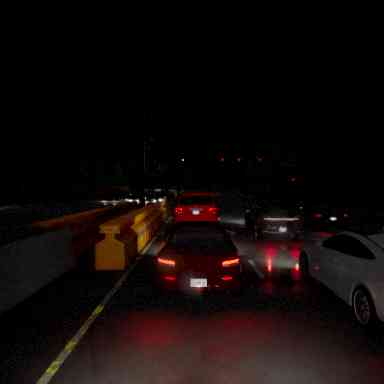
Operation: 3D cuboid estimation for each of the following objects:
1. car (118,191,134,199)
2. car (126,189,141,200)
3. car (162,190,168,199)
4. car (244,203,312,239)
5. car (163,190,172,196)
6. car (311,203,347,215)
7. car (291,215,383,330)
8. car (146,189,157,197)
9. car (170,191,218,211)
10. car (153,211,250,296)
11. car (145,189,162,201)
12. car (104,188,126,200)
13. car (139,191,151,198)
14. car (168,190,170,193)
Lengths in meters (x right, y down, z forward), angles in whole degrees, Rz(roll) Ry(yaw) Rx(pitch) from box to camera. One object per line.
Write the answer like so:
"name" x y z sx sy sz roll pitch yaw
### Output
"car" -13.470 0.552 68.178 2.033 1.411 5.357 0 1 0
"car" -10.104 0.686 60.325 1.994 1.385 4.181 0 1 1
"car" -6.526 0.533 65.663 2.128 1.511 4.902 0 1 1
"car" 3.694 1.282 15.876 2.128 1.511 4.902 0 1 0
"car" -6.319 0.272 86.233 2.033 1.411 5.357 0 1 0
"car" 7.219 1.308 18.961 1.994 1.385 4.181 0 1 0
"car" 3.629 1.455 6.628 1.812 1.442 4.674 0 1 0
"car" -9.866 0.172 80.619 2.097 1.767 4.553 0 1 0
"car" 0.204 0.983 17.861 2.150 2.045 5.566 0 1 1
"car" 0.141 1.431 8.264 1.812 1.442 4.674 0 1 0
"car" -6.647 0.707 56.397 1.812 1.442 4.674 0 1 1
"car" -13.635 0.378 58.040 2.150 2.045 5.566 0 1 1
"car" -9.952 0.523 70.401 1.994 1.385 4.181 0 1 0
"car" -6.407 0.246 75.679 2.097 1.767 4.553 0 1 0
